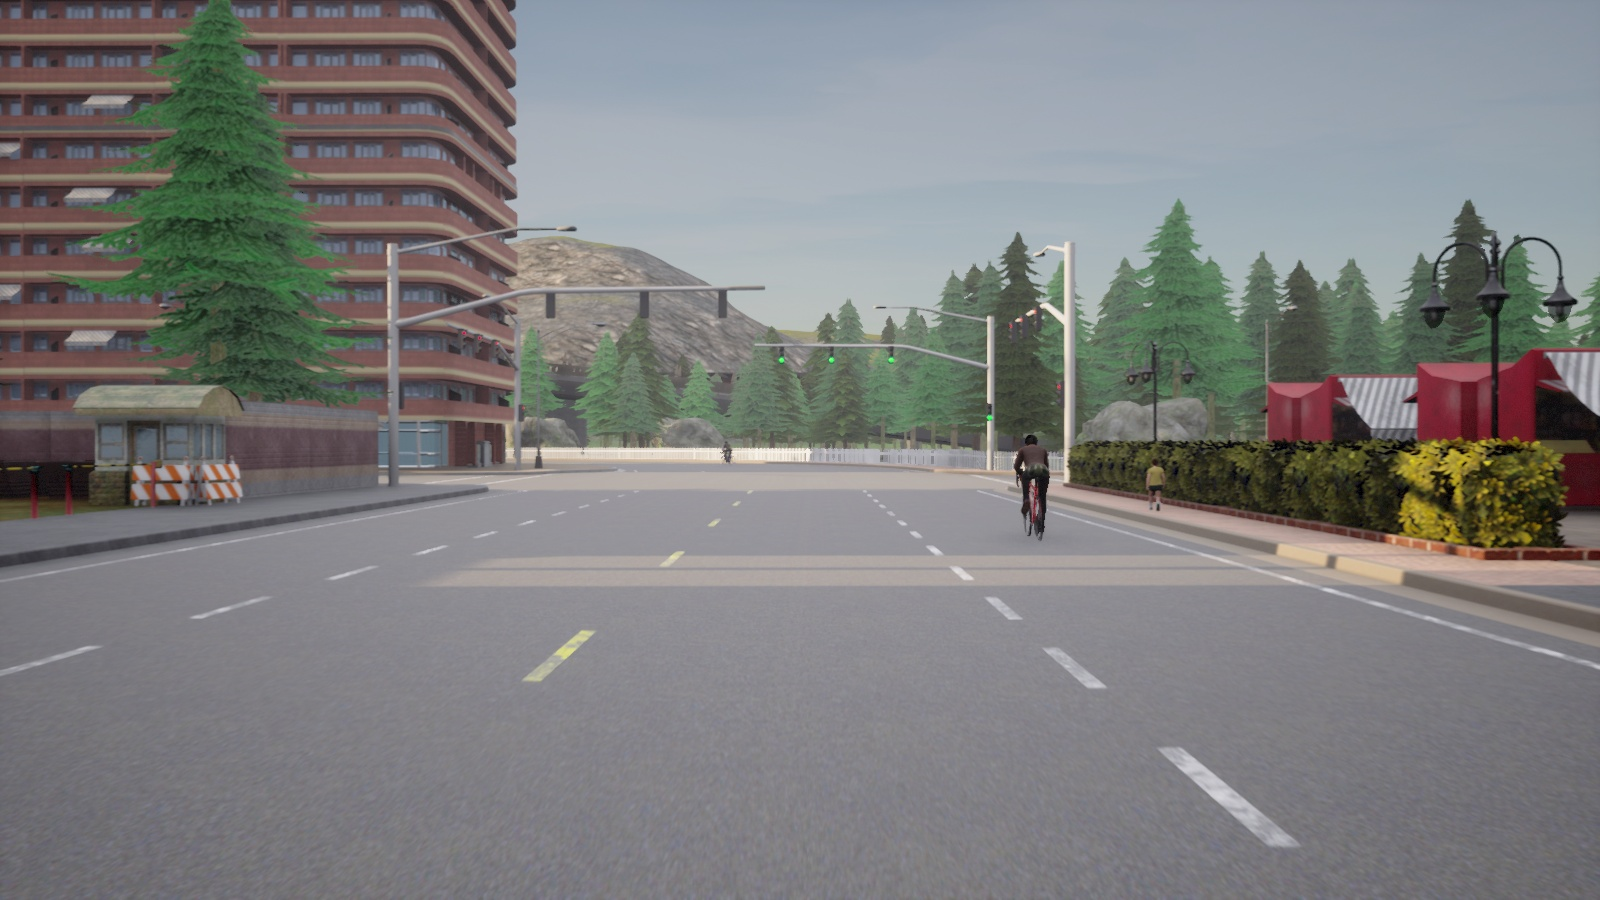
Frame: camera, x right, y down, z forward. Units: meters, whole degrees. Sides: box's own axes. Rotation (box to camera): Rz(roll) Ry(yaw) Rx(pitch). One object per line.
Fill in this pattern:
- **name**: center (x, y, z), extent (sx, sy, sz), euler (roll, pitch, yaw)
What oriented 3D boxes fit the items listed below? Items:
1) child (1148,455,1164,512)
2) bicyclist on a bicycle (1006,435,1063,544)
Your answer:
- **child**: center (7.002, 0.647, 24.684), extent (0.255, 1.110, 0.394), euler (0, 0, 10)
- **bicyclist on a bicycle**: center (3.626, 0.592, 19.543), extent (0.582, 1.620, 1.656), euler (0, 0, 0)
